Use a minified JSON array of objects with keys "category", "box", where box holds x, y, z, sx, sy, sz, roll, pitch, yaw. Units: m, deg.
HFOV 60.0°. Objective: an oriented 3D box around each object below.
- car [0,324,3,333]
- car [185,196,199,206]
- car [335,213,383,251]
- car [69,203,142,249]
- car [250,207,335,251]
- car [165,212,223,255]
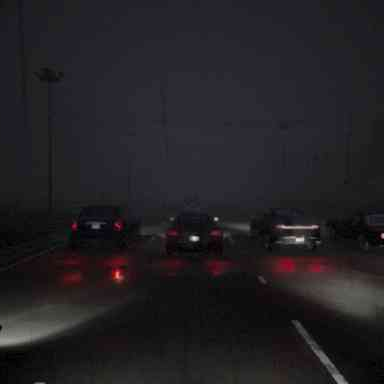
[{"category":"car","box":[-3.385,1.530,1.834,2.033,1.411,5.357,0,1,0]},{"category":"car","box":[0.026,1.183,44.702,1.895,1.301,4.718,0,1,0]},{"category":"car","box":[7.074,1.473,13.368,1.895,1.301,4.718,0,1,1]},{"category":"car","box":[-3.425,1.221,13.956,2.097,1.767,4.553,0,1,0]},{"category":"car","box":[3.577,1.363,13.484,2.128,1.511,4.902,0,1,0]},{"category":"car","box":[0.075,1.444,12.669,1.994,1.385,4.181,0,0,0]}]
